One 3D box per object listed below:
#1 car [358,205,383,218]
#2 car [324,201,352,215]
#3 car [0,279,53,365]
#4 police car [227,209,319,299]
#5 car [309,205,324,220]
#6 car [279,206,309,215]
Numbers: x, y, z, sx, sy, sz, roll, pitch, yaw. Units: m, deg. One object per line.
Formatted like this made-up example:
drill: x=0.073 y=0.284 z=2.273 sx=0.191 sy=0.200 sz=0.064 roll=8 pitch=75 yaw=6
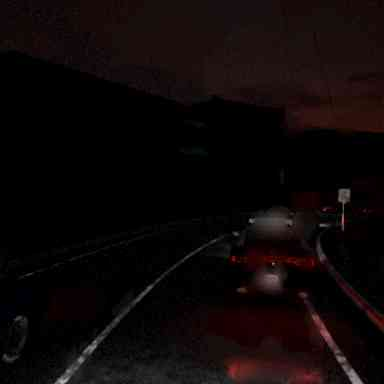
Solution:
car: x=21.924 y=2.255 z=39.486 sx=5.357 sy=1.411 sz=2.033 roll=2 pitch=2 yaw=-33
car: x=17.663 y=1.900 z=40.768 sx=4.902 sy=1.511 sz=2.128 roll=2 pitch=2 yaw=-36
car: x=-3.326 y=1.593 z=3.111 sx=1.895 sy=1.301 sz=4.718 roll=0 pitch=0 yaw=5
police car: x=2.077 y=1.482 z=8.878 sx=1.930 sy=1.638 sz=5.238 roll=1 pitch=0 yaw=12
car: x=7.500 y=1.722 z=22.858 sx=1.837 sy=1.490 sz=4.892 roll=3 pitch=0 yaw=30
car: x=5.017 y=1.599 z=17.956 sx=1.801 sy=1.575 sz=5.366 roll=2 pitch=0 yaw=23
